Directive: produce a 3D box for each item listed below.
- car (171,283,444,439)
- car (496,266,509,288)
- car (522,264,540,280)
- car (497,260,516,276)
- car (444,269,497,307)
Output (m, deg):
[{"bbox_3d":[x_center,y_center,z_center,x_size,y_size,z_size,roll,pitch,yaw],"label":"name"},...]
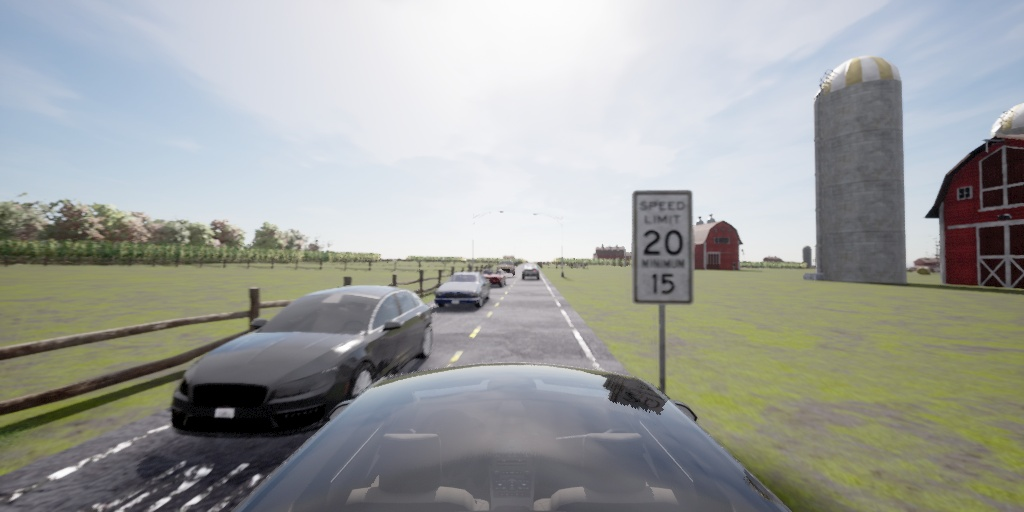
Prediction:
[{"bbox_3d":[-2.648,1.291,5.857,1.837,1.490,4.892,0,-1,2],"label":"car"},{"bbox_3d":[-1.502,1.653,27.362,1.895,1.301,4.718,0,-1,3],"label":"car"},{"bbox_3d":[2.013,1.697,38.394,2.128,1.511,4.902,0,-1,4],"label":"car"},{"bbox_3d":[-0.629,1.301,41.588,2.097,1.767,4.553,0,-1,3],"label":"car"},{"bbox_3d":[-2.097,1.469,16.791,2.033,1.411,5.357,0,-1,3],"label":"car"}]
